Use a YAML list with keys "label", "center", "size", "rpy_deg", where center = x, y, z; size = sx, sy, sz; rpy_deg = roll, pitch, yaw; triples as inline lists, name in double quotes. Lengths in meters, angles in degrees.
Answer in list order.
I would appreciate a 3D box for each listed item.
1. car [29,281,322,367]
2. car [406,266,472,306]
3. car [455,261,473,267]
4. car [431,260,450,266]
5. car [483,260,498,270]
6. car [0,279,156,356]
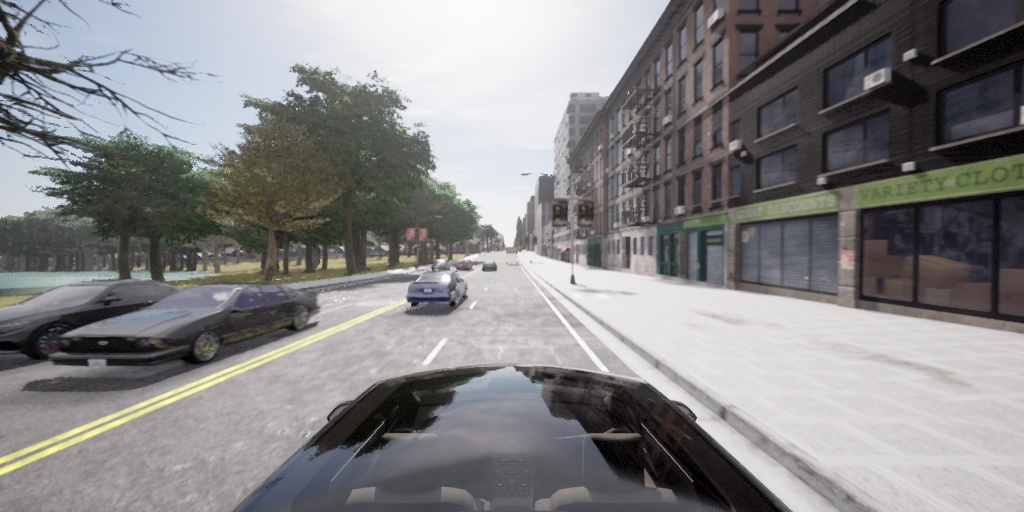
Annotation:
- label: "car"
  center: [-6.597, 1.325, 8.367]
  size: [2.033, 1.411, 5.357]
  rpy_deg: [0, 0, 0]
- label: "car"
  center: [-3.143, 1.349, 15.923]
  size: [2.033, 1.411, 5.357]
  rpy_deg: [0, 0, 0]
- label: "car"
  center: [-6.554, 1.379, 49.024]
  size: [1.895, 1.301, 4.718]
  rpy_deg: [0, 1, 0]
- label: "car"
  center: [-9.803, 1.268, 49.283]
  size: [2.128, 1.511, 4.902]
  rpy_deg: [0, 1, 0]
- label: "car"
  center: [-3.128, 1.320, 51.361]
  size: [1.994, 1.385, 4.181]
  rpy_deg: [0, 1, 0]
- label: "car"
  center: [-9.846, 1.305, 8.574]
  size: [1.812, 1.442, 4.674]
  rpy_deg: [0, 0, 0]
